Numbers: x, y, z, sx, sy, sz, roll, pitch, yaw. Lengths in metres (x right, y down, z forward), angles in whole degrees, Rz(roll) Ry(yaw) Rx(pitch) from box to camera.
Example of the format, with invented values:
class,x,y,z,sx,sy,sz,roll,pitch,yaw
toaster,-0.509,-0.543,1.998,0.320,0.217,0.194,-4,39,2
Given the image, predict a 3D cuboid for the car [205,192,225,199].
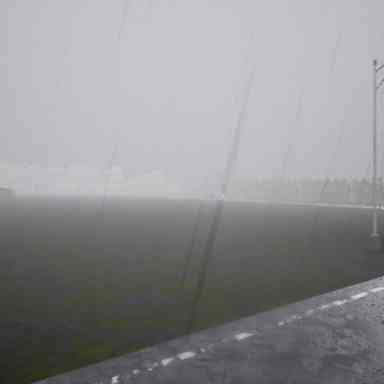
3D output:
class,x,y,z,sx,sy,sz,roll,pitch,yaw
car,4.605,0.692,66.541,2.128,1.511,4.902,1,1,-36
